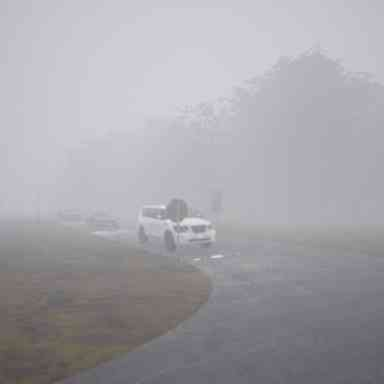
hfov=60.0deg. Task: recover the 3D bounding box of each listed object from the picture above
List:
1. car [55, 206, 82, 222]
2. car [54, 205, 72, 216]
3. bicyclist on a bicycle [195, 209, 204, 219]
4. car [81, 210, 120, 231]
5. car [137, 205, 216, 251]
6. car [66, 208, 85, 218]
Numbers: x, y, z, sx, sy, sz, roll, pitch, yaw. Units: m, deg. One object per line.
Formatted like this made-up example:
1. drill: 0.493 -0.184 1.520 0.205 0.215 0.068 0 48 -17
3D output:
1. car: -14.891 2.728 40.165 1.882 1.535 5.008 0 -2 -31
2. car: -22.880 3.225 59.050 2.097 1.767 4.553 0 -2 -33
3. bicyclist on a bicycle: 0.508 2.131 26.098 1.656 1.620 0.582 1 -2 -31
4. car: -7.586 2.335 27.963 1.837 1.490 4.892 0 -1 -31
5. car: -1.029 1.697 17.048 2.150 2.045 5.566 0 -2 -30
6. car: -17.729 3.122 50.487 1.994 1.385 4.181 0 -2 -31
